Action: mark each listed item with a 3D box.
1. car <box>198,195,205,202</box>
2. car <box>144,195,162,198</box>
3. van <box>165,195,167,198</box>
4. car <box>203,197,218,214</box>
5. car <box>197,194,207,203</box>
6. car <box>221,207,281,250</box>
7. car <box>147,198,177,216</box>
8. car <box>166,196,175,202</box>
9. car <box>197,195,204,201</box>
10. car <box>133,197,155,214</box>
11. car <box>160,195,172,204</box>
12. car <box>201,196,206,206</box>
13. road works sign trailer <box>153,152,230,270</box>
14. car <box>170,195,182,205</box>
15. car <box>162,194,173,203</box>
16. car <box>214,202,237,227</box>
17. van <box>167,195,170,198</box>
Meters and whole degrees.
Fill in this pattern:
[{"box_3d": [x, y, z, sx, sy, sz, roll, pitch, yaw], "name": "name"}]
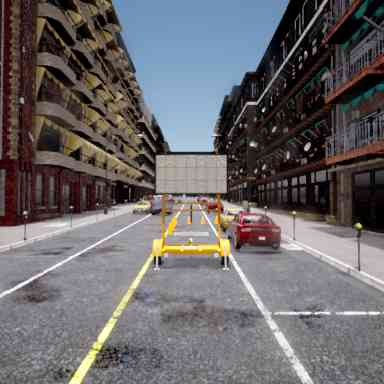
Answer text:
[{"box_3d": [2.467, 1.678, 58.612, 1.887, 1.381, 4.507, 1, 0, 0], "name": "car"}, {"box_3d": [-5.374, 1.394, 42.067, 2.192, 1.841, 5.009, 2, 0, 0], "name": "car"}, {"box_3d": [-5.397, 1.454, 53.126, 1.690, 1.788, 3.998, 2, 0, 0], "name": "van"}, {"box_3d": [2.512, 1.609, 36.488, 1.887, 1.381, 4.507, 1, 0, 0], "name": "car"}, {"box_3d": [2.392, 1.544, 80.736, 2.192, 1.841, 5.009, 1, 0, 0], "name": "car"}, {"box_3d": [2.557, 1.561, 14.366, 1.887, 1.381, 4.507, 1, 0, 0], "name": "car"}, {"box_3d": [-2.914, 1.603, 33.245, 2.033, 1.411, 5.357, 0, 0, 0], "name": "car"}, {"box_3d": [-5.471, 1.822, 86.310, 1.947, 1.339, 4.313, 1, 0, 0], "name": "car"}, {"box_3d": [2.366, 1.726, 91.799, 1.967, 1.590, 4.097, 1, 0, 0], "name": "car"}, {"box_3d": [-5.368, 1.589, 36.365, 1.752, 1.417, 4.829, 2, 0, 0], "name": "car"}, {"box_3d": [-5.431, 1.494, 69.719, 2.192, 1.841, 5.009, 1, 0, 0], "name": "car"}, {"box_3d": [2.500, 1.629, 42.020, 2.008, 1.369, 4.403, 1, 0, 0], "name": "car"}, {"box_3d": [-0.022, 0.475, 11.027, 2.380, 3.560, 2.880, 0, 0, 0], "name": "road works sign trailer"}, {"box_3d": [-2.874, 1.636, 61.598, 2.128, 1.511, 4.902, 0, 0, 0], "name": "car"}, {"box_3d": [-5.442, 1.518, 75.248, 2.192, 1.841, 5.009, 1, 0, 0], "name": "car"}, {"box_3d": [2.546, 1.551, 20.068, 1.752, 1.417, 4.829, 1, 0, 0], "name": "car"}, {"box_3d": [-5.409, 1.475, 58.658, 1.690, 1.788, 3.998, 1, 0, 0], "name": "van"}]
